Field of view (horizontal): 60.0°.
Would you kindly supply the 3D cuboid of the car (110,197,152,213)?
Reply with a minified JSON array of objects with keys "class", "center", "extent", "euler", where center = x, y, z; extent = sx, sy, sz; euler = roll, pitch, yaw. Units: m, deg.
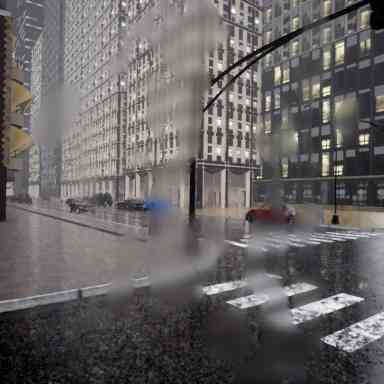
[{"class":"car","center":[-6.878,1.535,37.226],"extent":[2.033,1.411,5.357],"euler":[1,-1,-35]}]

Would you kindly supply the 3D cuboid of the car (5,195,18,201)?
[{"class":"car","center":[-40.337,1.378,74.339],"extent":[2.008,1.369,4.403],"euler":[1,-1,-35]}]

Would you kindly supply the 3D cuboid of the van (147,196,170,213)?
[{"class":"van","center":[-4.068,1.382,37.743],"extent":[1.690,1.788,3.998],"euler":[1,-1,-35]}]

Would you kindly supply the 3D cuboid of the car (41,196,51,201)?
[{"class":"car","center":[-36.777,1.570,83.795],"extent":[1.802,1.307,4.206],"euler":[1,-1,-35]}]

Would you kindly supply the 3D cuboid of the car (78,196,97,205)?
[{"class":"car","center":[-18.497,1.525,58.843],"extent":[1.837,1.490,4.892],"euler":[1,-1,-35]}]

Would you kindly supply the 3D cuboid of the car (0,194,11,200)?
[{"class":"car","center":[-46.782,1.365,83.414],"extent":[1.752,1.417,4.829],"euler":[1,-1,-35]}]

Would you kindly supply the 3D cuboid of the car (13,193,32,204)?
[{"class":"car","center":[-30.522,1.155,60.525],"extent":[2.192,1.841,5.009],"euler":[1,-1,-35]}]

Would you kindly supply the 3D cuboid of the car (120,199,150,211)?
[{"class":"car","center":[-7.342,1.584,42.347],"extent":[2.008,1.369,4.403],"euler":[1,-1,-35]}]

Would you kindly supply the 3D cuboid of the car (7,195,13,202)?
[{"class":"car","center":[-37.067,1.396,69.734],"extent":[1.947,1.339,4.313],"euler":[1,-1,-35]}]

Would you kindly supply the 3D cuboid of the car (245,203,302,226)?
[{"class":"car","center":[5.743,1.505,23.926],"extent":[1.967,1.590,4.097],"euler":[1,-1,-35]}]

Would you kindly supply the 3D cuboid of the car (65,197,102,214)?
[{"class":"car","center":[-10.903,1.427,32.890],"extent":[2.008,1.369,4.403],"euler":[1,-1,-35]}]

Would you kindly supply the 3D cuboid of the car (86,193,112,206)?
[{"class":"car","center":[-14.489,1.255,53.140],"extent":[2.150,2.045,5.566],"euler":[1,-1,-35]}]
